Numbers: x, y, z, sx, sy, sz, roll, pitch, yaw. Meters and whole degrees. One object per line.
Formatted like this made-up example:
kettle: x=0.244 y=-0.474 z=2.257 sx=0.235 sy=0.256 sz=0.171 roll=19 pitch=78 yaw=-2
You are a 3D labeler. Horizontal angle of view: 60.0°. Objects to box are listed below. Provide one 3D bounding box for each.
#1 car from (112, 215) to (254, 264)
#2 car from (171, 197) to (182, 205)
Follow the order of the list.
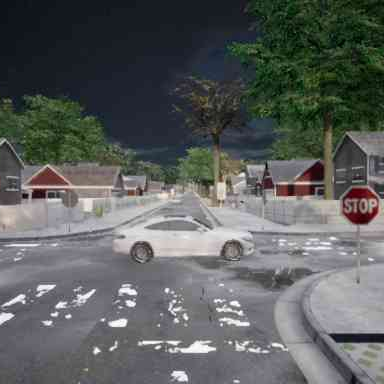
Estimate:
car: x=-0.295 y=1.516 z=11.236 sx=4.674 sy=1.442 sz=1.812 roll=-1 pitch=0 yaw=-1
car: x=-2.787 y=1.579 z=60.591 sx=1.895 sy=1.301 sz=4.718 roll=0 pitch=0 yaw=0
